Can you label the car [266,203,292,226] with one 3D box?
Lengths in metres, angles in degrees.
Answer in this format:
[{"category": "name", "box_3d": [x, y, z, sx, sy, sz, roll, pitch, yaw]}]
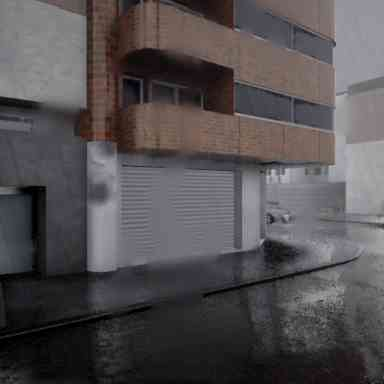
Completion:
[{"category": "car", "box_3d": [4.783, 1.491, 23.637, 2.128, 1.511, 4.902, 0, 0, -35]}]
